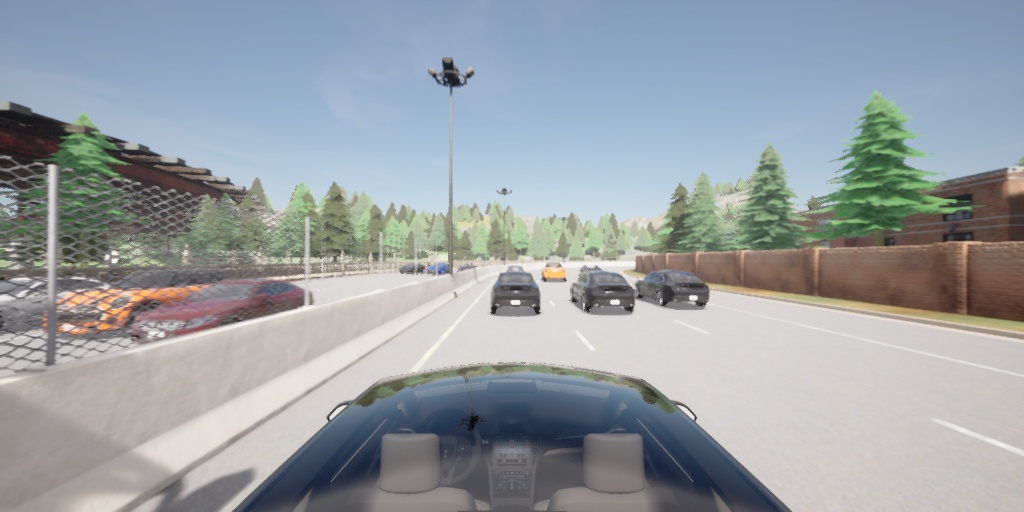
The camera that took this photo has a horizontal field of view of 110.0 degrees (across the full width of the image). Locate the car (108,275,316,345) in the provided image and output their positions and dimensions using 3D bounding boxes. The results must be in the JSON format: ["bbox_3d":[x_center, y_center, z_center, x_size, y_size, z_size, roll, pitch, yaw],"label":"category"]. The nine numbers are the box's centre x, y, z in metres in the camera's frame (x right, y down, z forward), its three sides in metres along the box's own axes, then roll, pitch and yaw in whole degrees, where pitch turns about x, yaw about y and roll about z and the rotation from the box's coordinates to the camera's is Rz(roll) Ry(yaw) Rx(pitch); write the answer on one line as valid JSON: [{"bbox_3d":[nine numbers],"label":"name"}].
[{"bbox_3d":[-7.078,1.328,9.487,1.812,1.442,4.674,0,0,0],"label":"car"}]

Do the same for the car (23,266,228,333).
[{"bbox_3d":[-10.571,1.158,10.845,2.097,1.767,4.553,0,-1,0],"label":"car"}]

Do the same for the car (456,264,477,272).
[{"bbox_3d":[-5.650,1.684,45.704,1.994,1.385,4.181,0,-1,9],"label":"car"}]

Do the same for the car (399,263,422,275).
[{"bbox_3d":[-12.681,1.584,46.001,1.882,1.535,5.008,0,-1,8],"label":"car"}]

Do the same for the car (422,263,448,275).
[{"bbox_3d":[-9.201,1.588,45.600,1.882,1.535,5.008,0,-1,8],"label":"car"}]

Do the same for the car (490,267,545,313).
[{"bbox_3d":[0.140,1.368,14.720,1.837,1.490,4.892,0,-1,0],"label":"car"}]

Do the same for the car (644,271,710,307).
[{"bbox_3d":[7.148,1.401,16.528,1.837,1.490,4.892,0,0,0],"label":"car"}]

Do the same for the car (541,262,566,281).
[{"bbox_3d":[3.907,1.391,34.077,2.097,1.767,4.553,0,0,3],"label":"car"}]

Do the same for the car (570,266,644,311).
[{"bbox_3d":[3.641,1.380,15.045,1.837,1.490,4.892,0,0,0],"label":"car"}]

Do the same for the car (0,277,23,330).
[{"bbox_3d":[-14.073,1.322,10.559,1.812,1.442,4.674,0,-1,0],"label":"car"}]

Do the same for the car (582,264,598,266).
[{"bbox_3d":[7.411,1.539,34.169,2.128,1.511,4.902,0,-1,3],"label":"car"}]
